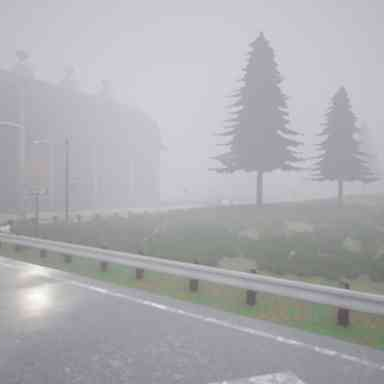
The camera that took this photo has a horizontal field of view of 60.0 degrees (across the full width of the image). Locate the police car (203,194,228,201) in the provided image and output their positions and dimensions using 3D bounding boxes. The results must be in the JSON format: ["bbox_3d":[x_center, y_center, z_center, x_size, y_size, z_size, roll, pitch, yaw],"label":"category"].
[{"bbox_3d":[3.837,1.402,47.440,2.038,1.542,4.974,0,0,37],"label":"police car"}]

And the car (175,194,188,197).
[{"bbox_3d":[-2.743,1.259,84.558,1.816,1.474,4.193,0,0,36],"label":"car"}]
